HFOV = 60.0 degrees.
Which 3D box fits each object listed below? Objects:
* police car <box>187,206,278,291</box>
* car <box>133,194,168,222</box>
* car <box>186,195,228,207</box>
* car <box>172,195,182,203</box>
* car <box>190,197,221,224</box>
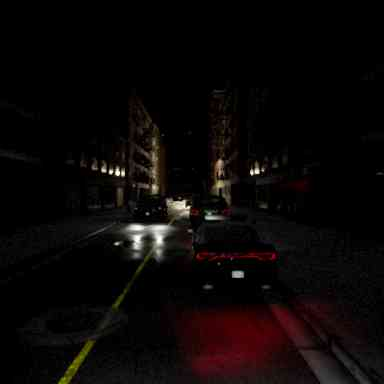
[{"bbox_3d":[0.899,1.399,9.095,1.930,1.638,5.238,0,0,0],"label":"police car"},{"bbox_3d":[-3.103,1.152,25.973,2.150,2.045,5.566,0,0,0],"label":"car"},{"bbox_3d":[0.898,1.173,19.015,2.150,2.045,5.566,0,0,0],"label":"car"},{"bbox_3d":[-3.008,1.389,67.534,2.033,1.411,5.357,0,0,0],"label":"car"},{"bbox_3d":[0.897,1.285,24.956,2.097,1.767,4.553,0,0,0],"label":"car"}]
